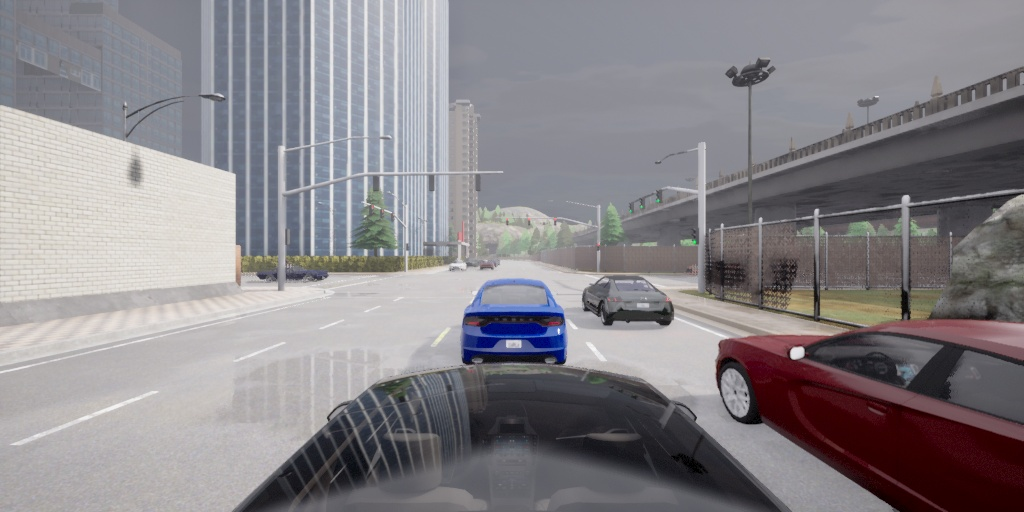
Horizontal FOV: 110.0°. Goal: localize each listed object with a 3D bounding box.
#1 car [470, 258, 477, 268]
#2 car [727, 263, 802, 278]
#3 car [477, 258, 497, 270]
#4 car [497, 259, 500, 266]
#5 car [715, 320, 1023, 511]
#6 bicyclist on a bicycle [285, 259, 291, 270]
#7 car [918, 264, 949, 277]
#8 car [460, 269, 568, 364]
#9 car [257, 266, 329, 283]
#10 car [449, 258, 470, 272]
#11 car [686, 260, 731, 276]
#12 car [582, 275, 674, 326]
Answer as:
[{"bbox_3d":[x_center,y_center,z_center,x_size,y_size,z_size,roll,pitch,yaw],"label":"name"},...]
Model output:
[{"bbox_3d":[-7.073,1.102,60.895,2.097,1.767,4.553,0,0,0],"label":"car"},{"bbox_3d":[22.667,1.352,32.033,5.357,1.411,2.033,0,0,0],"label":"car"},{"bbox_3d":[-3.586,1.351,51.935,1.895,1.301,4.718,0,0,0],"label":"car"},{"bbox_3d":[-3.572,1.351,61.611,1.895,1.301,4.718,0,0,0],"label":"car"},{"bbox_3d":[3.601,1.228,2.703,1.882,1.535,5.008,0,0,0],"label":"car"},{"bbox_3d":[-25.301,1.106,40.213,0.582,1.620,1.656,0,0,0],"label":"bicyclist on a bicycle"},{"bbox_3d":[43.404,1.406,35.541,4.718,1.301,1.895,0,0,0],"label":"car"},{"bbox_3d":[0.053,1.228,8.090,1.882,1.535,5.008,0,0,1],"label":"car"},{"bbox_3d":[-17.131,1.406,28.274,4.718,1.301,1.895,0,0,-1],"label":"car"},{"bbox_3d":[-7.092,1.276,47.310,1.812,1.442,4.674,0,0,0],"label":"car"},{"bbox_3d":[19.737,1.158,35.525,4.553,1.767,2.097,0,0,0],"label":"car"},{"bbox_3d":[3.574,1.314,11.751,1.994,1.385,4.181,0,0,0],"label":"car"}]
